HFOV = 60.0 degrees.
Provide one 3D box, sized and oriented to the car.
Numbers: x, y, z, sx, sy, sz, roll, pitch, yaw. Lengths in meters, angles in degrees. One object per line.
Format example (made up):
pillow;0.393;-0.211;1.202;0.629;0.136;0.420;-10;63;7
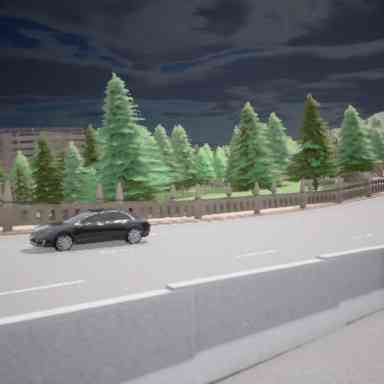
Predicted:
car;-4.087;1.489;13.971;4.892;1.490;1.837;0;0;-35
